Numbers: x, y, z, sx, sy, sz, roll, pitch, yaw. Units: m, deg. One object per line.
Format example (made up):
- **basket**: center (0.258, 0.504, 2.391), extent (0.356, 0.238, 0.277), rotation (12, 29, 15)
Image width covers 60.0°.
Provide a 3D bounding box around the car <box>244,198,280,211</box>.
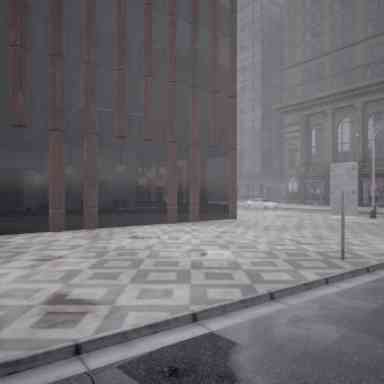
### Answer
- **car**: center (8.137, 1.440, 38.931), extent (1.812, 1.442, 4.674), rotation (0, 0, -36)
